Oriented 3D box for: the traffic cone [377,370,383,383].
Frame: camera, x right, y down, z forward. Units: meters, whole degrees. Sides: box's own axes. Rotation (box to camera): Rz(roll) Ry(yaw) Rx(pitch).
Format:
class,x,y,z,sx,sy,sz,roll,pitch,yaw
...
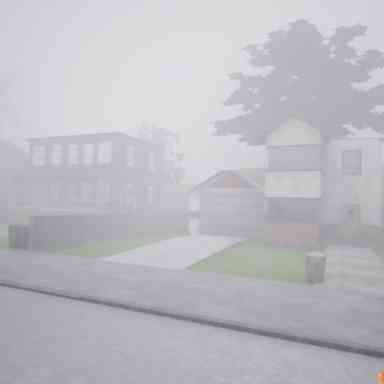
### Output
class,x,y,z,sx,sy,sz,roll,pitch,yaw
traffic cone,2.649,2.214,4.379,0.340,0.580,0.340,1,-2,25
